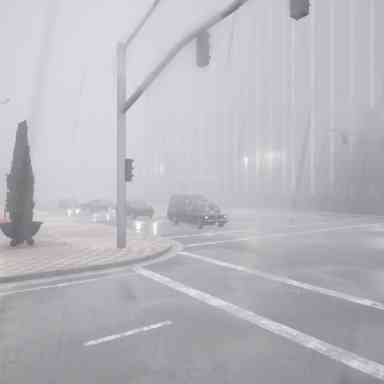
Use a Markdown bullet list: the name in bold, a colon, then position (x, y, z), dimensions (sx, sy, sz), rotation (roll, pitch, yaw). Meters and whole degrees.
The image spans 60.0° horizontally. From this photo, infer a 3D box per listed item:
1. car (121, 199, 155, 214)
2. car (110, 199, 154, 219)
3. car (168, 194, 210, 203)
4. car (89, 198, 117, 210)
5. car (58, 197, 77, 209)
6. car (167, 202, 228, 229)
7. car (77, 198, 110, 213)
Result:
- **car**: position (-5.988, 1.526, 36.707), dimensions (1.812, 1.442, 4.674), rotation (0, 0, -36)
- **car**: position (-5.183, 1.478, 29.600), dimensions (1.882, 1.535, 5.008), rotation (0, 0, -36)
- **car**: position (0.025, 1.221, 28.372), dimensions (2.150, 2.045, 5.566), rotation (0, 0, -36)
- **car**: position (-12.178, 1.547, 45.292), dimensions (2.033, 1.411, 5.357), rotation (0, 0, -36)
- **car**: position (-17.176, 1.491, 46.271), dimensions (2.128, 1.511, 4.902), rotation (0, 0, -35)
- **car**: position (0.271, 1.601, 21.959), dimensions (1.895, 1.301, 4.718), rotation (0, 0, -34)
- **car**: position (-11.097, 1.601, 37.792), dimensions (1.895, 1.301, 4.718), rotation (0, 0, -36)
